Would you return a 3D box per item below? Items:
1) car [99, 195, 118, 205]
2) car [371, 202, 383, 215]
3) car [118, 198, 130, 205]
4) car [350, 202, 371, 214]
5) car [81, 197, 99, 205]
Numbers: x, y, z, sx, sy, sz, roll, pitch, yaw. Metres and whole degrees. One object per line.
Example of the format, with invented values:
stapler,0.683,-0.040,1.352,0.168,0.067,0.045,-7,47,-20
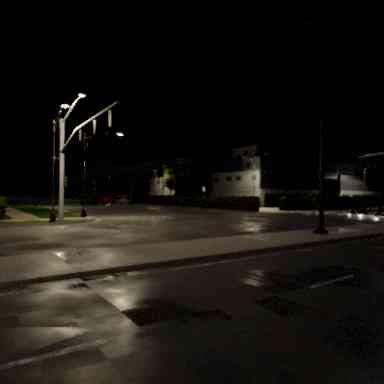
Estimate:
car,-17.248,1.549,66.367,2.150,2.045,5.566,1,-1,-33
car,23.812,1.892,39.477,4.553,1.767,2.097,1,-1,-34
car,-14.120,1.897,67.973,1.812,1.442,4.674,1,-1,-33
car,22.301,2.054,42.667,4.892,1.490,1.837,1,-1,-34
car,-20.021,1.848,64.225,1.994,1.385,4.181,1,-1,-33
